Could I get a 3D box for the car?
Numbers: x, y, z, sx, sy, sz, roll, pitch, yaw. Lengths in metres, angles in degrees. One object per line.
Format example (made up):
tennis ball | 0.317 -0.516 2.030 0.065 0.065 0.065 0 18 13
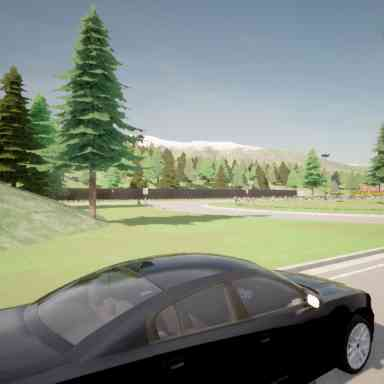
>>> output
car | 0.212 1.478 3.905 5.008 1.535 1.882 0 0 -36
